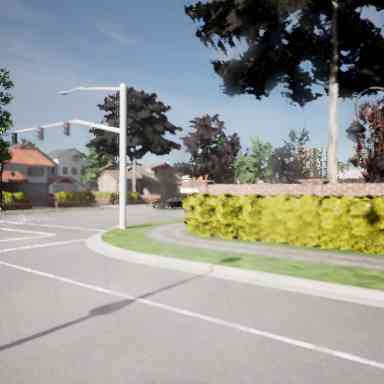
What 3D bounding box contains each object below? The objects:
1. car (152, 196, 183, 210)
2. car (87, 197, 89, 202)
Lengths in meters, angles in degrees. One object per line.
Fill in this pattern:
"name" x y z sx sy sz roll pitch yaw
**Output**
"car" -2.604 1.300 39.395 1.882 1.535 5.008 1 0 35
"car" -16.816 0.869 48.377 3.806 1.475 1.970 1 0 36
